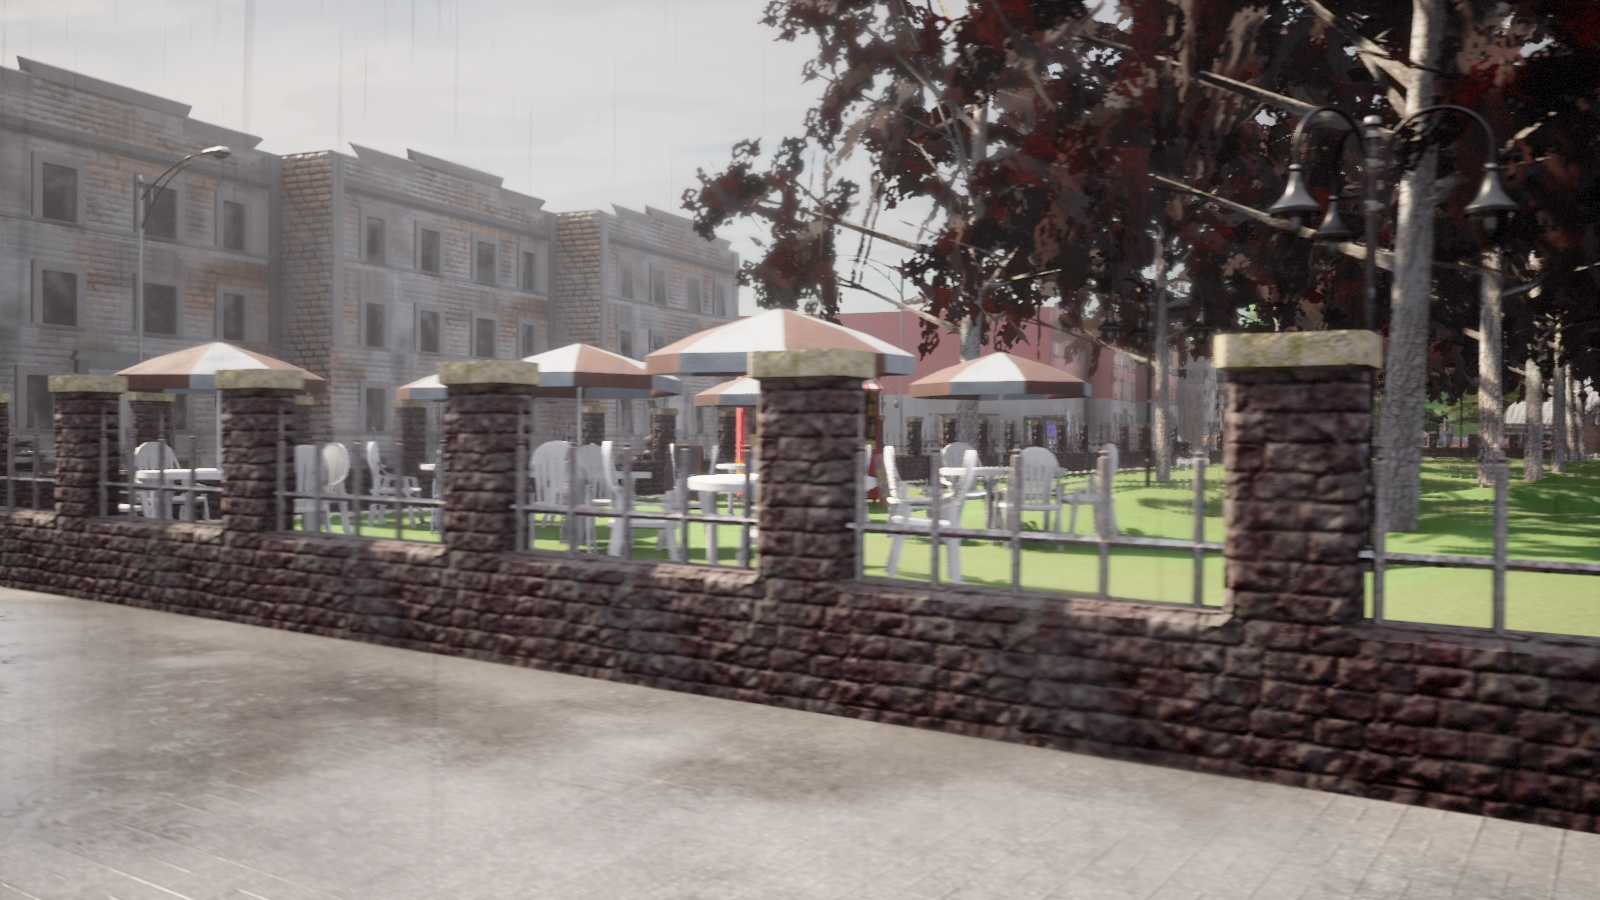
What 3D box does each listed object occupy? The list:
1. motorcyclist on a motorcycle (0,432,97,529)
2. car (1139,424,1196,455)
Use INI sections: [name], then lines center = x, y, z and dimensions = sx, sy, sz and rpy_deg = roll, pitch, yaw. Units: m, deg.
[motorcyclist on a motorcycle]
center = -13.694, 0.506, 21.937
dimensions = 0.766, 1.649, 2.350
rpy_deg = 0, 1, 33
[car]
center = 22.297, -0.651, 76.102
dimensions = 2.097, 1.767, 4.553
rpy_deg = 0, 1, 34
